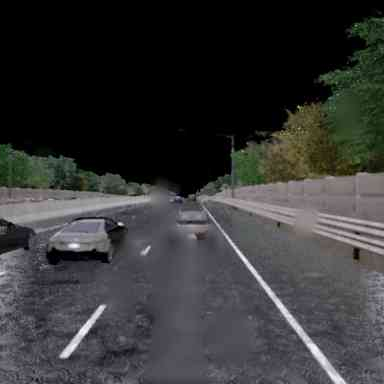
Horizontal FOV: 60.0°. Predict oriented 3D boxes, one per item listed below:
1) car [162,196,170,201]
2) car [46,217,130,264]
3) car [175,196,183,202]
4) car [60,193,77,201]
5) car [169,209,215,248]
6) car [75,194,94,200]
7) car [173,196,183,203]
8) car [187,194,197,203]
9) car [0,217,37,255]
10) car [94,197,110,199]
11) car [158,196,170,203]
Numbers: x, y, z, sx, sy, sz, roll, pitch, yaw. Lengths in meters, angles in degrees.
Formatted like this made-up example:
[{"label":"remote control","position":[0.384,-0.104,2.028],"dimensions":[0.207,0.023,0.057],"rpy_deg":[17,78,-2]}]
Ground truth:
[{"label":"car","position":[-6.983,1.846,90.300],"dimensions":[1.994,1.385,4.181],"rpy_deg":[0,-1,0]},{"label":"car","position":[-3.499,1.569,11.884],"dimensions":[1.994,1.385,4.181],"rpy_deg":[0,0,0]},{"label":"car","position":[-3.483,1.837,90.299],"dimensions":[2.033,1.411,5.357],"rpy_deg":[0,-1,0]},{"label":"car","position":[-24.487,1.276,66.793],"dimensions":[2.150,2.045,5.566],"rpy_deg":[0,0,0]},{"label":"car","position":[0.002,1.501,14.896],"dimensions":[2.128,1.511,4.902],"rpy_deg":[0,0,0]},{"label":"car","position":[-20.988,1.594,66.820],"dimensions":[2.033,1.411,5.357],"rpy_deg":[0,0,0]},{"label":"car","position":[-3.486,1.766,79.880],"dimensions":[1.882,1.535,5.008],"rpy_deg":[0,-1,0]},{"label":"car","position":[0.015,1.517,79.912],"dimensions":[2.150,2.045,5.566],"rpy_deg":[0,-1,0]},{"label":"car","position":[-7.000,1.527,11.143],"dimensions":[1.812,1.442,4.674],"rpy_deg":[0,0,0]},{"label":"car","position":[-17.488,1.652,66.788],"dimensions":[1.895,1.301,4.718],"rpy_deg":[0,0,0]},{"label":"car","position":[-6.986,1.841,80.229],"dimensions":[1.994,1.385,4.181],"rpy_deg":[0,-1,0]}]
